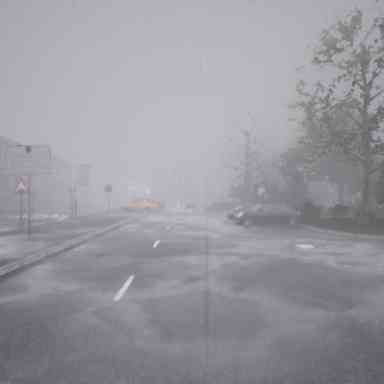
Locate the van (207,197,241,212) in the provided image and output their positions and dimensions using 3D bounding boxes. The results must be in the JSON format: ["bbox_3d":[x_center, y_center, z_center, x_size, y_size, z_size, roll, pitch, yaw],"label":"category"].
[{"bbox_3d":[4.782,1.758,47.058,4.442,1.987,1.878,0,-1,0],"label":"van"}]

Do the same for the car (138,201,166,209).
[{"bbox_3d":[-7.520,2.462,62.651,5.008,1.535,2.097,0,-2,-1],"label":"car"}]

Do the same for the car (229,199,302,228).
[{"bbox_3d":[5.119,1.531,23.093,4.553,1.767,2.185,0,0,0],"label":"car"}]

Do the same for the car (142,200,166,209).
[{"bbox_3d":[-7.533,2.451,65.689,4.553,1.767,2.185,0,-2,-1],"label":"car"}]

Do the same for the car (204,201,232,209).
[{"bbox_3d":[4.760,2.403,61.011,4.892,1.521,2.231,0,-2,-1],"label":"car"}]

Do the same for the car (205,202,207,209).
[{"bbox_3d":[5.060,2.050,49.848,5.366,1.575,1.946,0,-1,0],"label":"car"}]

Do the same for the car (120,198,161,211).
[{"bbox_3d":[-7.559,1.991,47.595,5.366,1.575,1.946,0,-1,0],"label":"car"}]

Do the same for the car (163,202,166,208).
[{"bbox_3d":[-7.458,2.101,59.745,5.566,2.045,2.435,0,-2,-1],"label":"car"}]

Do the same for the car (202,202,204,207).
[{"bbox_3d":[4.774,2.050,58.229,5.566,2.045,2.435,0,-2,-1],"label":"car"}]

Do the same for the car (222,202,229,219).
[{"bbox_3d":[5.047,1.722,26.262,4.674,1.452,2.002,0,0,0],"label":"car"}]

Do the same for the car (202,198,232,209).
[{"bbox_3d":[4.703,2.252,63.687,5.566,2.045,2.435,0,-2,-1],"label":"car"}]

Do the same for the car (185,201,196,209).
[{"bbox_3d":[-0.285,2.433,61.165,1.837,1.490,4.892,0,-2,0],"label":"car"}]
